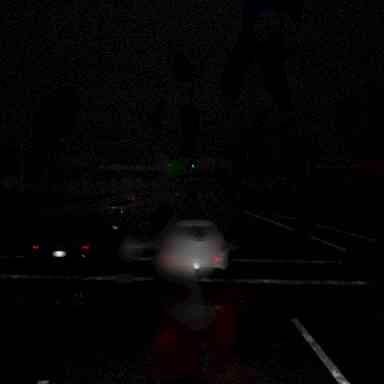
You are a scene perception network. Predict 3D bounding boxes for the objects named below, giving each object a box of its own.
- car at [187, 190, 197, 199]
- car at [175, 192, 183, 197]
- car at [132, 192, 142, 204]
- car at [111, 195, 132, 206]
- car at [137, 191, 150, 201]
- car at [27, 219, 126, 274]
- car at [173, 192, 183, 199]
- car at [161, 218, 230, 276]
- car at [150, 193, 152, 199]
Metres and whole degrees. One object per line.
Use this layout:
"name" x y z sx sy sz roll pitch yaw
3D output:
"car" 0.000 0.540 79.903 2.150 2.045 5.566 0 1 0
"car" -3.501 0.633 90.947 1.994 1.385 4.181 0 1 0
"car" -10.543 1.194 58.230 1.882 1.535 5.008 0 1 1
"car" -10.588 1.394 49.159 1.994 1.385 4.181 0 1 0
"car" -10.500 0.778 68.266 2.150 2.045 5.566 0 1 0
"car" -3.405 1.557 10.547 1.994 1.385 4.181 0 0 0
"car" -3.500 0.824 80.646 1.812 1.442 4.674 0 1 0
"car" 0.096 1.518 10.243 1.812 1.442 4.674 0 0 0
"car" -10.500 0.881 78.678 2.033 1.411 5.357 0 1 0
